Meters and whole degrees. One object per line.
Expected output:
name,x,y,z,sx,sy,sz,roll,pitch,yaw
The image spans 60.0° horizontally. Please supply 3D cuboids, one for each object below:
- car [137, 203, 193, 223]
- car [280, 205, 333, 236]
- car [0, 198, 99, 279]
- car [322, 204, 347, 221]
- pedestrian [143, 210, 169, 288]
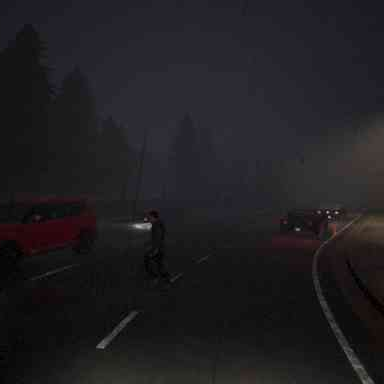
car,-1.902,1.547,25.685,2.033,1.411,5.357,0,0,31
car,6.466,1.601,18.755,1.895,1.301,4.718,0,0,30
car,-5.230,1.221,10.618,2.150,2.045,5.566,0,0,18
car,11.506,1.601,27.269,1.895,1.301,4.718,0,0,31
pedestrian,-0.840,1.294,7.741,0.375,1.860,0.375,0,0,14
